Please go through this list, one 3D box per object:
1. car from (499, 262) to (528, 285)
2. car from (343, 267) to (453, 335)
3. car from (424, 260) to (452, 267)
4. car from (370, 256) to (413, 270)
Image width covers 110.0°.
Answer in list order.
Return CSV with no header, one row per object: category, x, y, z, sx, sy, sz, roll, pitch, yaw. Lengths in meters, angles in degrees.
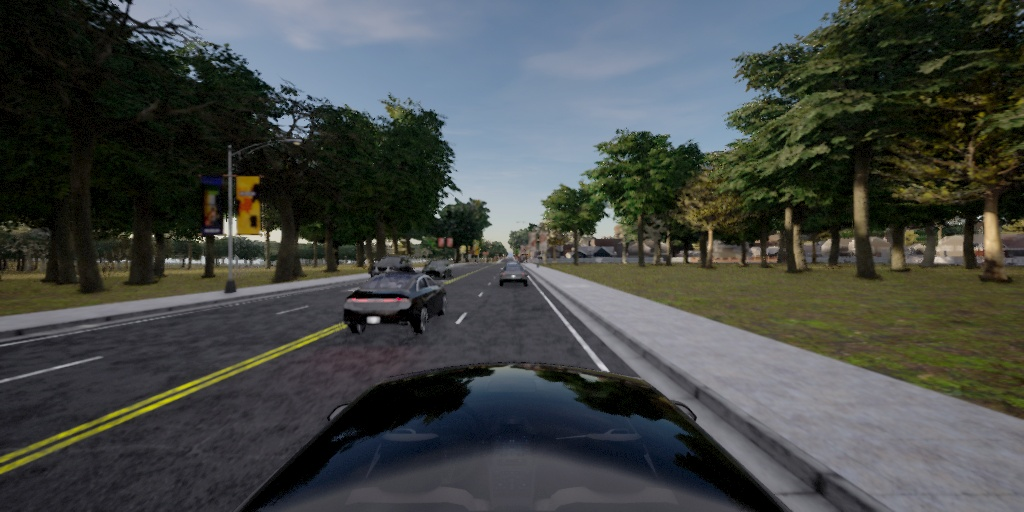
car,0.099,1.334,25.980,1.994,1.385,4.181,0,0,0
car,-3.150,1.245,10.579,2.128,1.511,4.902,0,0,0
car,-6.594,1.132,31.901,2.097,1.767,4.553,0,0,0
car,-9.846,1.000,29.840,2.150,2.045,5.566,0,0,0
